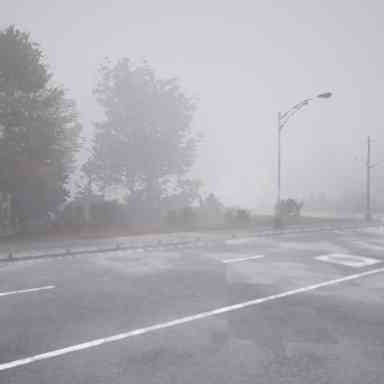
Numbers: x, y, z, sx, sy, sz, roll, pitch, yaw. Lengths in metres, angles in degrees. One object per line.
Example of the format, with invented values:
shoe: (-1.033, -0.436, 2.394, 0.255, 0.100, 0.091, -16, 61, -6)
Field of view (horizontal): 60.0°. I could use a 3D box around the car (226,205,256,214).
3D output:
car: (7.212, 2.667, 50.368, 2.033, 1.411, 5.357, 1, -3, -32)
